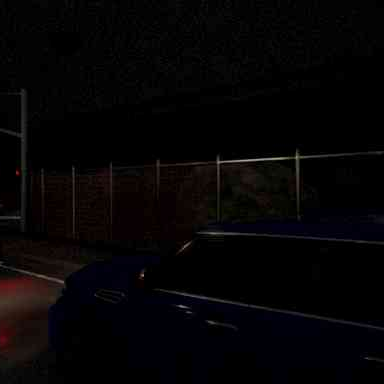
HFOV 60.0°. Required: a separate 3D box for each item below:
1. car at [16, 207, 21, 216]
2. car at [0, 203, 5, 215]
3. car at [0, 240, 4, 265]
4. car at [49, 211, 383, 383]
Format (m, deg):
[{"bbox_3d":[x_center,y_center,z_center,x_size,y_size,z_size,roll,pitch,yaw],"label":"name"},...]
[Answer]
[{"bbox_3d":[-14.972,1.581,33.108,1.812,1.442,4.674,0,0,35],"label":"car"},{"bbox_3d":[-20.496,1.407,31.586,2.097,1.767,4.553,0,0,38],"label":"car"},{"bbox_3d":[-7.110,1.492,9.063,4.902,1.511,2.128,0,0,33],"label":"car"},{"bbox_3d":[0.904,1.221,3.346,5.566,2.045,2.150,0,0,35],"label":"car"}]
